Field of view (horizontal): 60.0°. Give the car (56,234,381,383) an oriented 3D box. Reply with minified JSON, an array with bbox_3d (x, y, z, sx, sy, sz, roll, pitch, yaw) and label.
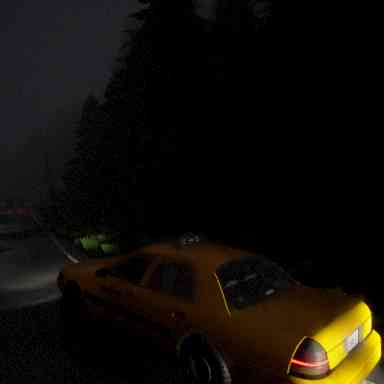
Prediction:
[{"bbox_3d":[-0.251,1.418,5.069,5.366,1.575,1.801,1,1,44],"label":"car"}]

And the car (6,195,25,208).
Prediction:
[{"bbox_3d":[-21.188,1.060,40.014,2.128,1.511,4.902,-2,2,-27],"label":"car"}]
